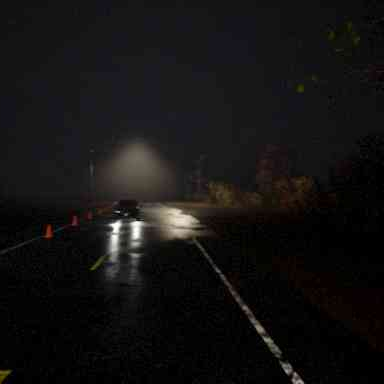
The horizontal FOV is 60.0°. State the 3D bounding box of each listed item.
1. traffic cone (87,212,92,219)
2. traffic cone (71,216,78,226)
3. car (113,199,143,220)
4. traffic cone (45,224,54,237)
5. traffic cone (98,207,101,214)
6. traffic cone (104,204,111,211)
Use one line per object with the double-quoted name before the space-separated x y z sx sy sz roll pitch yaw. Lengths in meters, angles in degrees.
"traffic cone" -7.701 1.712 25.100 0.340 0.580 0.340 1 0 -7
"traffic cone" -7.102 1.739 20.160 0.340 0.580 0.340 1 0 -7
"car" -4.906 1.320 25.654 1.837 1.490 4.892 1 0 -7
"traffic cone" -6.541 1.765 15.216 0.340 0.580 0.340 1 0 -6
"traffic cone" -8.338 1.684 30.035 0.340 0.580 0.340 1 0 -8
"traffic cone" -9.013 1.657 34.965 0.340 0.580 0.340 1 0 -8
